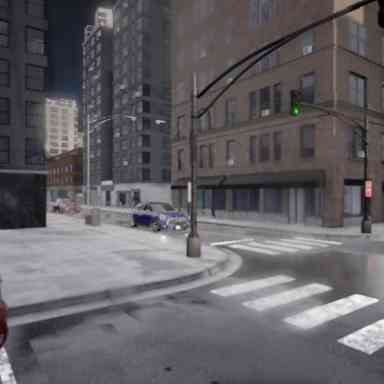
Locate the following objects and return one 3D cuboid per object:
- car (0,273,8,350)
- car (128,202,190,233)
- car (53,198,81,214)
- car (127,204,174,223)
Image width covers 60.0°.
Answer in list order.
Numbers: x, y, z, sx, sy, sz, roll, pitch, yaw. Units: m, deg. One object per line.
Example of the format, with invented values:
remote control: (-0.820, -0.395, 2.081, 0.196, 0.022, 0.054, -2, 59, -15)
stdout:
car: (-4.486, 1.315, 3.006, 5.009, 1.841, 2.192, 0, 0, -35)
car: (-2.061, 1.428, 20.559, 2.097, 1.767, 4.553, 0, 0, -35)
car: (-14.102, 1.518, 37.428, 2.097, 1.767, 4.553, 0, 0, -35)
car: (-3.539, 1.711, 27.694, 1.895, 1.301, 4.718, 0, 0, -36)
